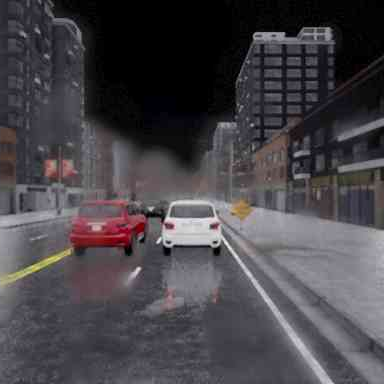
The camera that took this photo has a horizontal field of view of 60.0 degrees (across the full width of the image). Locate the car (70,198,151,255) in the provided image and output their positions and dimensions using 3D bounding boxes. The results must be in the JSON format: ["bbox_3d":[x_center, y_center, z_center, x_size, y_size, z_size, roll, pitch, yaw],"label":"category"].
[{"bbox_3d":[-3.255,1.354,14.034,2.150,2.045,5.566,0,0,0],"label":"car"}]

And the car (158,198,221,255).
[{"bbox_3d":[-0.005,1.355,14.028,2.150,2.045,5.566,0,0,0],"label":"car"}]

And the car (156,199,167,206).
[{"bbox_3d":[-6.531,2.289,71.766,1.994,1.385,4.181,0,-1,0],"label":"car"}]

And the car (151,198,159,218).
[{"bbox_3d":[-3.262,1.509,29.031,2.150,2.045,5.566,0,0,0],"label":"car"}]

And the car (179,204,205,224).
[{"bbox_3d":[-0.011,1.839,28.997,2.033,1.411,5.357,0,-1,0],"label":"car"}]

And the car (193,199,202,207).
[{"bbox_3d":[1.108,2.172,69.259,1.801,1.575,5.366,0,-1,0],"label":"car"}]

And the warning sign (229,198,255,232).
[{"bbox_3d":[2.845,1.304,19.073,1.300,1.860,1.060,0,0,0],"label":"warning sign"}]

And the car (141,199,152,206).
[{"bbox_3d":[-9.781,2.289,71.764,1.994,1.385,4.181,0,-1,0],"label":"car"}]
